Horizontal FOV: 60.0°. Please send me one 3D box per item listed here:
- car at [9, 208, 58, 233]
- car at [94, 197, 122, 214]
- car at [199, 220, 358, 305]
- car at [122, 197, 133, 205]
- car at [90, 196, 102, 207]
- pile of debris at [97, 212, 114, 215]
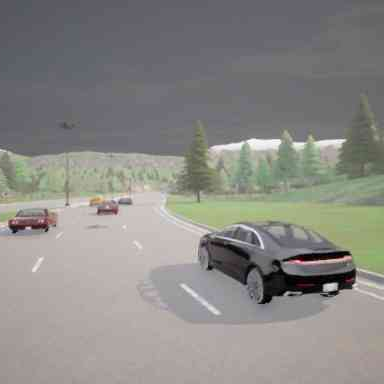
[{"bbox_3d":[-9.084,1.584,19.503,1.895,1.301,4.718,0,0,-15],"label":"car"},{"bbox_3d":[-8.540,1.476,34.118,1.994,1.385,4.181,0,0,-10],"label":"car"},{"bbox_3d":[1.658,1.443,8.120,2.128,1.511,4.902,0,0,-18],"label":"car"},{"bbox_3d":[-10.611,1.414,53.076,1.994,1.385,4.181,0,0,-4],"label":"car"},{"bbox_3d":[-13.839,1.367,49.438,1.882,1.535,5.008,0,0,-4],"label":"car"},{"bbox_3d":[-8.454,2.097,32.702,1.500,0.140,1.860,0,0,-10],"label":"pile of debris"}]
